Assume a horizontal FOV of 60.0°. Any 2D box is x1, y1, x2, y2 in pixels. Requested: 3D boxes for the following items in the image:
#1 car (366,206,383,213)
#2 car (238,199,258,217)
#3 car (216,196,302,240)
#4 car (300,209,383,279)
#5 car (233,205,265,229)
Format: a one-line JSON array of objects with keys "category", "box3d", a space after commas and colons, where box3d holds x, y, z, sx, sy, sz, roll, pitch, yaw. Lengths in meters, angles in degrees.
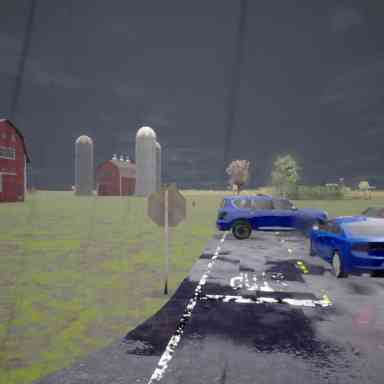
[{"category": "car", "box3d": [8.431, 1.370, 14.665, 2.097, 1.767, 4.553, 0, 0, -32]}, {"category": "car", "box3d": [5.527, 1.502, 32.991, 1.837, 1.490, 4.892, 0, 0, 9]}, {"category": "car", "box3d": [3.967, 1.219, 16.474, 5.566, 2.045, 2.150, 0, 0, 6]}, {"category": "car", "box3d": [4.848, 1.481, 9.967, 1.882, 1.535, 5.008, 0, 0, 6]}, {"category": "car", "box3d": [3.863, 1.601, 22.685, 1.895, 1.301, 4.718, 0, 0, 9]}]
